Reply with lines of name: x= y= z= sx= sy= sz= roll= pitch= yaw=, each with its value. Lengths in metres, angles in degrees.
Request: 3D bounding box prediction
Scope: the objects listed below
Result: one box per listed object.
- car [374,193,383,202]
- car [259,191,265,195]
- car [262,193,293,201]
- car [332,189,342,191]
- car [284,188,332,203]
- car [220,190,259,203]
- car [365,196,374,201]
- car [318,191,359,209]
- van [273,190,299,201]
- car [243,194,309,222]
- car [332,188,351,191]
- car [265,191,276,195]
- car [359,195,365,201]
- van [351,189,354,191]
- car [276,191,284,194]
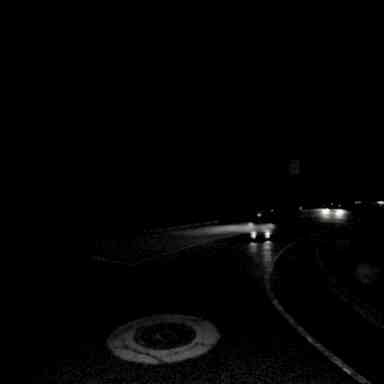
car: x=29.049 y=0.754 z=48.993 sx=2.033 sy=1.411 sz=5.357 roll=-1 pitch=-1 yaw=42
car: x=8.753 y=0.916 z=54.056 sx=4.892 sy=1.521 sz=2.231 roll=-1 pitch=-1 yaw=41
car: x=16.020 y=0.952 z=62.541 sx=5.366 sy=1.575 sz=1.946 roll=-1 pitch=-1 yaw=42
car: x=16.762 y=0.747 z=44.605 sx=5.008 sy=1.535 sz=2.097 roll=-1 pitch=-1 yaw=41
car: x=14.734 y=0.631 z=42.344 sx=4.553 sy=1.767 sz=2.185 roll=-1 pitch=-1 yaw=41
car: x=7.003 y=0.671 z=52.039 sx=5.566 sy=2.045 sz=2.435 roll=-1 pitch=-1 yaw=41
car: x=26.893 y=0.796 z=55.752 sx=5.366 sy=1.575 sz=1.946 roll=-1 pitch=-1 yaw=42
car: x=14.569 y=0.920 z=32.974 sx=1.994 sy=1.385 sz=4.181 roll=-1 pitch=1 yaw=42
van: x=18.101 y=0.753 z=64.433 sx=4.442 sy=1.987 sz=1.878 roll=-1 pitch=-1 yaw=42
car: x=5.994 y=1.167 z=23.419 sx=2.128 sy=1.511 sz=4.902 roll=-1 pitch=1 yaw=42
car: x=18.668 y=0.487 z=46.813 sx=5.566 sy=2.045 sz=2.435 roll=-1 pitch=-1 yaw=41
car: x=10.613 y=0.659 z=56.140 sx=5.566 sy=2.045 sz=2.435 roll=-1 pitch=-1 yaw=41
car: x=24.793 y=0.647 z=53.717 sx=4.553 sy=1.767 sz=2.185 roll=-1 pitch=-1 yaw=42
van: x=22.711 y=0.531 z=51.504 sx=4.442 sy=1.987 sz=1.878 roll=-1 pitch=-1 yaw=42
car: x=14.252 y=0.932 z=60.553 sx=5.366 sy=1.575 sz=1.946 roll=-1 pitch=-1 yaw=42
